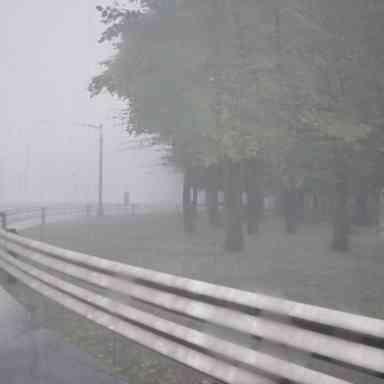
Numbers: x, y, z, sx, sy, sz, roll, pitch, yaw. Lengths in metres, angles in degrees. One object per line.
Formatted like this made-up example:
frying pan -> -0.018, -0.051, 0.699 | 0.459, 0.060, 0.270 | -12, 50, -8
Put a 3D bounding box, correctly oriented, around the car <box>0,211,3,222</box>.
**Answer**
car -> -15.343, 1.830, 24.481 | 1.812, 1.442, 4.674 | 0, -1, -11
